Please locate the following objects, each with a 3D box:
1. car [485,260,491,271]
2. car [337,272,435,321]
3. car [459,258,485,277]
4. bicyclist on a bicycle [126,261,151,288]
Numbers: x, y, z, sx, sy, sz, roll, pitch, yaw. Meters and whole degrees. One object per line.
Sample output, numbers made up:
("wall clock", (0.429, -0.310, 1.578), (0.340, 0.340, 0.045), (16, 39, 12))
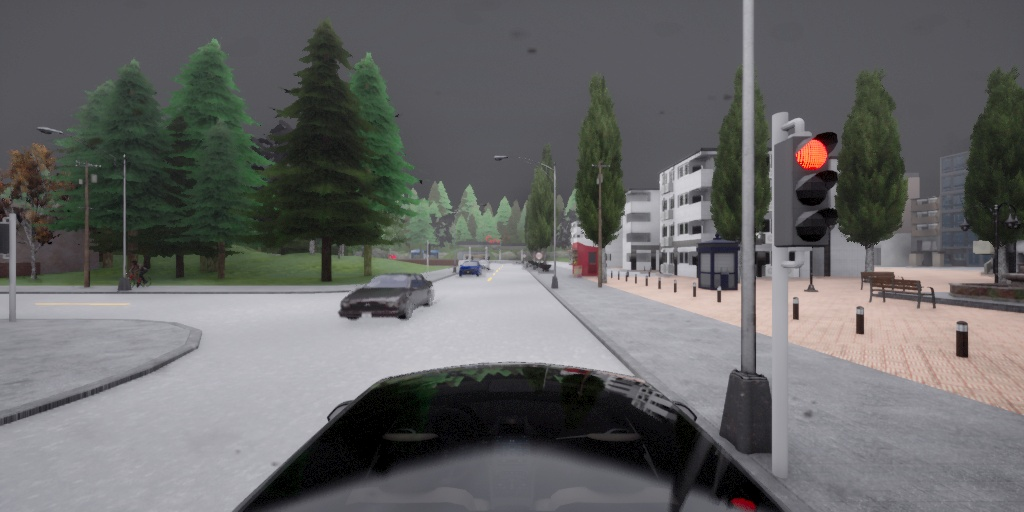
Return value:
("car", (-4.058, 1.277, 49.373), (1.812, 1.442, 4.674), (0, 1, 0))
("car", (-4.096, 1.297, 12.767), (2.033, 1.411, 5.357), (0, 0, 0))
("car", (-4.087, 1.228, 35.875), (1.882, 1.535, 5.008), (0, 0, 0))
("bicyclist on a bicycle", (-22.136, 1.099, 21.184), (0.582, 1.620, 1.656), (0, 0, 0))
